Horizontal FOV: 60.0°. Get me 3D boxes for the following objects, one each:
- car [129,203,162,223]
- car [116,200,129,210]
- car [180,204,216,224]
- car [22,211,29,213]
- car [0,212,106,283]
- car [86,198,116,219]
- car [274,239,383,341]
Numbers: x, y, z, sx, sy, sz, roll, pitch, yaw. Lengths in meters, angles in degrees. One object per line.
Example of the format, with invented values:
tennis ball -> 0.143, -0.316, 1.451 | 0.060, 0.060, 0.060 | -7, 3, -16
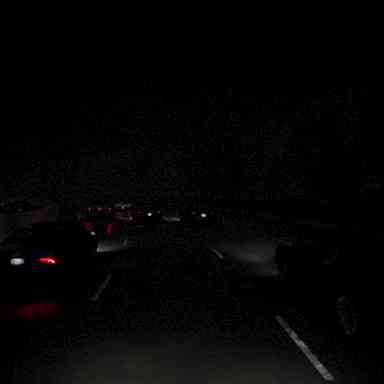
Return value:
car -> -3.534, 1.574, 25.691 | 1.994, 1.385, 4.181 | 0, 0, -15
car -> -9.144, 1.628, 41.871 | 1.895, 1.301, 4.718 | 0, 0, -24
car -> 0.339, 1.564, 24.688 | 1.994, 1.385, 4.181 | 0, 0, -13
car -> -17.937, 1.543, 35.219 | 2.128, 1.511, 4.902 | 0, 0, -23
car -> -4.056, 1.559, 9.707 | 2.033, 1.411, 5.357 | 0, 0, -6
car -> -8.031, 1.376, 28.791 | 2.097, 1.767, 4.553 | 0, 0, -16
car -> 3.194, 1.592, 6.577 | 1.895, 1.301, 4.718 | 0, 0, -4
